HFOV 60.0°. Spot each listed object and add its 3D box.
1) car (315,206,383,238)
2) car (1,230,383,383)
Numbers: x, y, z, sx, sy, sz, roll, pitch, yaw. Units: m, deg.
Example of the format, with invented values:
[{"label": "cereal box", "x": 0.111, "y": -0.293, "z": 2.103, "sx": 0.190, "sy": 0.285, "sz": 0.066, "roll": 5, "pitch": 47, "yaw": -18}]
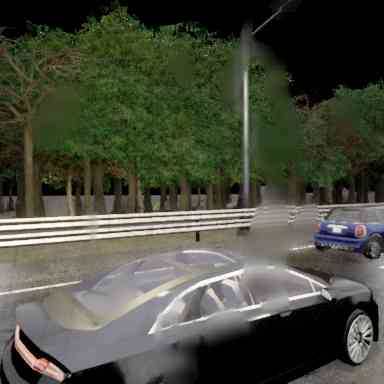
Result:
[{"label": "car", "x": 6.684, "y": 1.315, "z": 12.445, "sx": 4.553, "sy": 1.767, "sz": 2.097, "roll": 0, "pitch": 0, "yaw": -34}, {"label": "car", "x": 0.438, "y": 1.489, "z": 4.160, "sx": 4.902, "sy": 1.511, "sz": 2.128, "roll": 0, "pitch": 0, "yaw": -35}]
